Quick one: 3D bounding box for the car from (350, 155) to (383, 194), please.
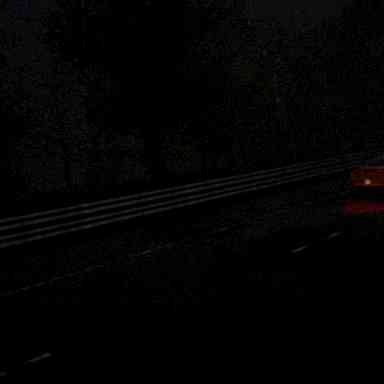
[{"bbox_3d":[8.763,-0.927,14.166,5.008,1.535,1.882,-11,6,-34],"label":"car"}]
